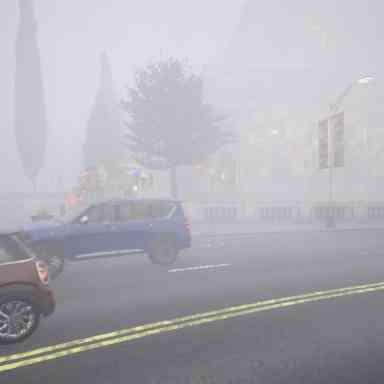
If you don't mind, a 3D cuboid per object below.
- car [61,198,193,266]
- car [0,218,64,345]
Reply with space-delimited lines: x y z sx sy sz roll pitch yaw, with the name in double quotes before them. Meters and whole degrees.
"car" -2.663 1.221 10.205 5.566 2.045 2.150 0 0 -29
"car" -4.516 1.352 4.828 4.553 1.767 2.097 0 0 -34
